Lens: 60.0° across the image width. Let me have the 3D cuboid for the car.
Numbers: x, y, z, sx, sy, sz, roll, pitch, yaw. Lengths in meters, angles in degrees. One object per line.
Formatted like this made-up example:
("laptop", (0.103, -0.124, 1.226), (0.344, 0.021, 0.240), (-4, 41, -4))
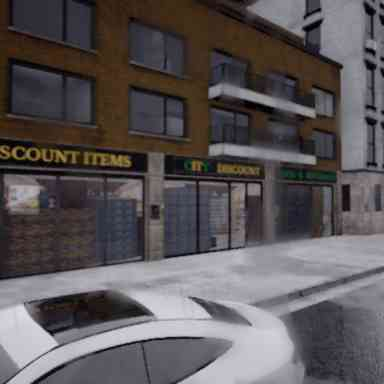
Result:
("car", (-1.047, 1.590, 2.399), (4.674, 1.442, 1.812), (1, -2, -38))
